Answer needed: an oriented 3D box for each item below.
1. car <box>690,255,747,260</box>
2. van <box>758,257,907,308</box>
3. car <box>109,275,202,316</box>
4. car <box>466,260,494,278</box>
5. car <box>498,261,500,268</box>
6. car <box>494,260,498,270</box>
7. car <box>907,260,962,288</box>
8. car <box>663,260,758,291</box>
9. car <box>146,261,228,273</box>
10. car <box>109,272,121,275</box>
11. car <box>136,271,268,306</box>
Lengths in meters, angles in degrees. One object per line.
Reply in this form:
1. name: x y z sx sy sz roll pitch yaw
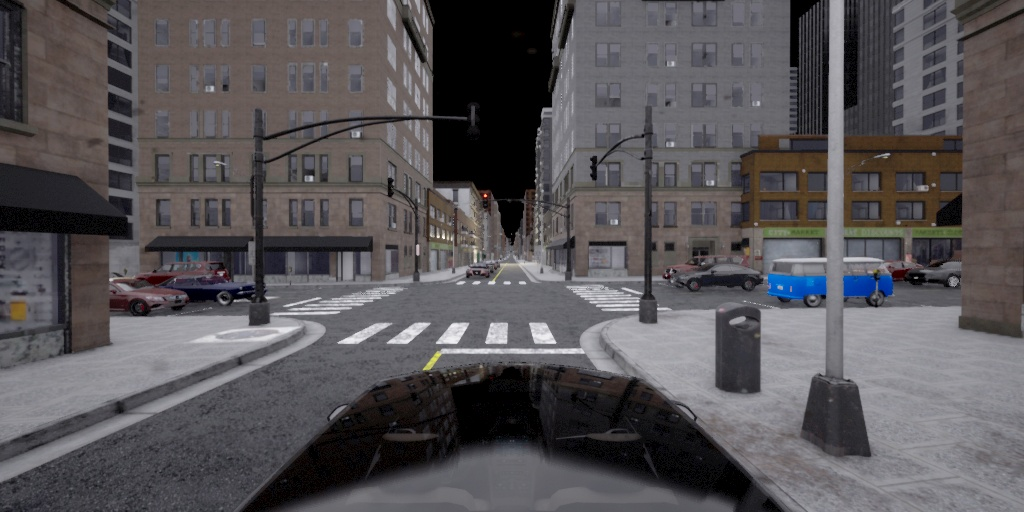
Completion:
1. car: 12.098 0.867 22.255 5.009 1.841 2.192 0 0 0
2. van: 12.119 0.954 13.729 3.998 1.789 1.690 0 0 0
3. car: -14.817 1.525 13.666 4.207 1.307 1.802 0 0 0
4. car: -3.083 1.312 33.606 1.994 1.385 4.181 0 0 1
5. car: -3.077 1.289 51.724 1.812 1.442 4.674 0 0 0
6. car: -3.089 1.246 42.592 2.128 1.511 4.902 0 0 0
7. car: 24.517 0.925 19.615 4.892 1.490 1.837 0 0 0
8. car: 11.103 1.110 19.603 4.674 1.442 1.812 -1 0 1
9. car: -20.343 1.266 22.178 5.009 1.841 2.192 0 0 0
10. car: -26.017 1.547 22.165 4.829 1.417 1.751 0 0 0
11. car: -13.953 1.514 16.330 4.718 1.301 1.895 -1 0 0
